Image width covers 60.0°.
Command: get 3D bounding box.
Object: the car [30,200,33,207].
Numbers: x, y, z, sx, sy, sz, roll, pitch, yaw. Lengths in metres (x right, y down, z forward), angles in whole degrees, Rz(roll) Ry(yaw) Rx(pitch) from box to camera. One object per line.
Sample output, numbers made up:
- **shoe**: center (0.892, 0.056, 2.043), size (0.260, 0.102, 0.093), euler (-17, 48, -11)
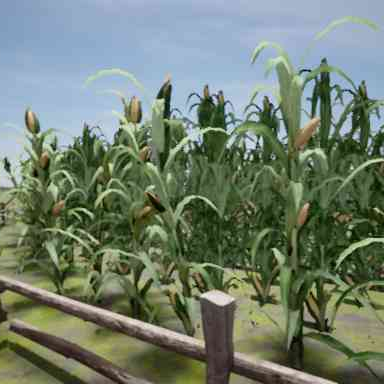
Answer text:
- **car**: center (-17.509, 1.114, 39.538), size (1.994, 1.385, 4.181), euler (0, 1, 29)
